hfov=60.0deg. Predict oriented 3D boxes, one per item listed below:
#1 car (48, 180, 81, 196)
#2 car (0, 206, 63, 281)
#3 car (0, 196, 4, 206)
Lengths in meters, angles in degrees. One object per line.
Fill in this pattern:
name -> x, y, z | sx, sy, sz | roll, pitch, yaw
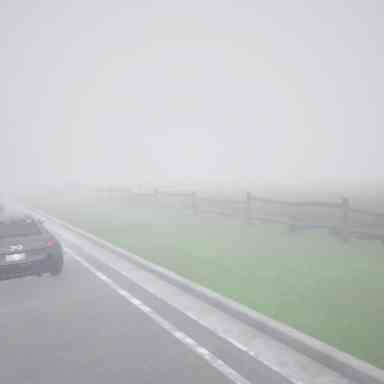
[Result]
car -> -16.154, -0.520, 42.382 | 3.866, 1.878, 1.905 | -4, 4, -33
car -> -4.679, 1.249, 8.473 | 1.994, 1.385, 4.181 | -4, 4, -33
car -> -14.419, 0.740, 23.522 | 1.812, 1.442, 4.674 | -4, 4, -33
